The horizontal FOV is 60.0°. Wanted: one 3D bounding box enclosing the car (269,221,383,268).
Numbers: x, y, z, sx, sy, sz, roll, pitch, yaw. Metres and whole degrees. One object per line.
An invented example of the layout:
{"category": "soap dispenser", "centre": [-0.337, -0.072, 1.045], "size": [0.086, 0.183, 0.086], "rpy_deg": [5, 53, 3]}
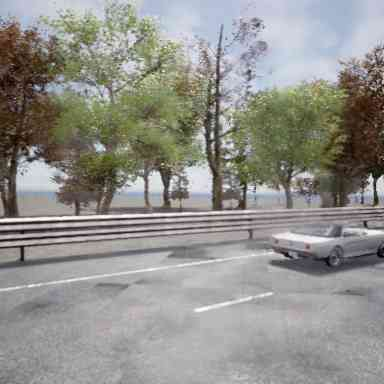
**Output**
{"category": "car", "centre": [4.998, 1.655, 11.541], "size": [4.718, 1.301, 1.895], "rpy_deg": [0, 0, -33]}
